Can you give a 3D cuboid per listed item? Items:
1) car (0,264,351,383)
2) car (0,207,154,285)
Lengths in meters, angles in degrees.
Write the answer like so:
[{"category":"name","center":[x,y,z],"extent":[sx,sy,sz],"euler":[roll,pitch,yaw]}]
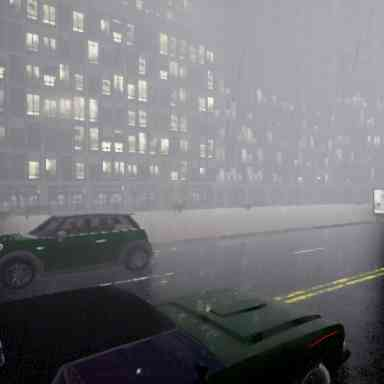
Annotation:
[{"category":"car","center":[-0.619,1.601,2.997],"extent":[4.718,1.301,1.895],"euler":[0,0,-36]},{"category":"car","center":[-3.418,1.351,9.232],"extent":[4.553,1.767,2.097],"euler":[0,0,-35]}]
